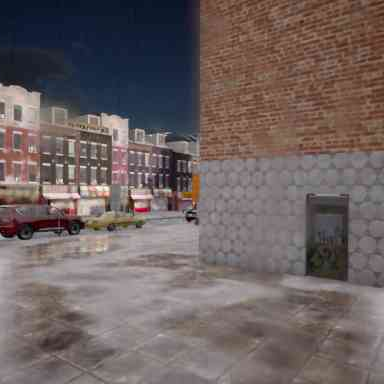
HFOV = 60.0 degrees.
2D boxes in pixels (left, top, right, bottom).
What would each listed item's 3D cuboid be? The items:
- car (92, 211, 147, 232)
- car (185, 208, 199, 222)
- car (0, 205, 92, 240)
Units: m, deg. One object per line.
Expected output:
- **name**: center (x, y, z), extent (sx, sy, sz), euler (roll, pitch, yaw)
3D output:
- **car**: center (-5.310, 1.957, 23.691), extent (1.752, 1.417, 4.829), euler (-1, -2, 36)
- **car**: center (1.064, 2.198, 32.556), extent (1.947, 1.339, 4.313), euler (-1, -2, 36)
- **car**: center (-8.646, 1.642, 19.055), extent (2.192, 1.841, 5.009), euler (-1, -2, 36)
